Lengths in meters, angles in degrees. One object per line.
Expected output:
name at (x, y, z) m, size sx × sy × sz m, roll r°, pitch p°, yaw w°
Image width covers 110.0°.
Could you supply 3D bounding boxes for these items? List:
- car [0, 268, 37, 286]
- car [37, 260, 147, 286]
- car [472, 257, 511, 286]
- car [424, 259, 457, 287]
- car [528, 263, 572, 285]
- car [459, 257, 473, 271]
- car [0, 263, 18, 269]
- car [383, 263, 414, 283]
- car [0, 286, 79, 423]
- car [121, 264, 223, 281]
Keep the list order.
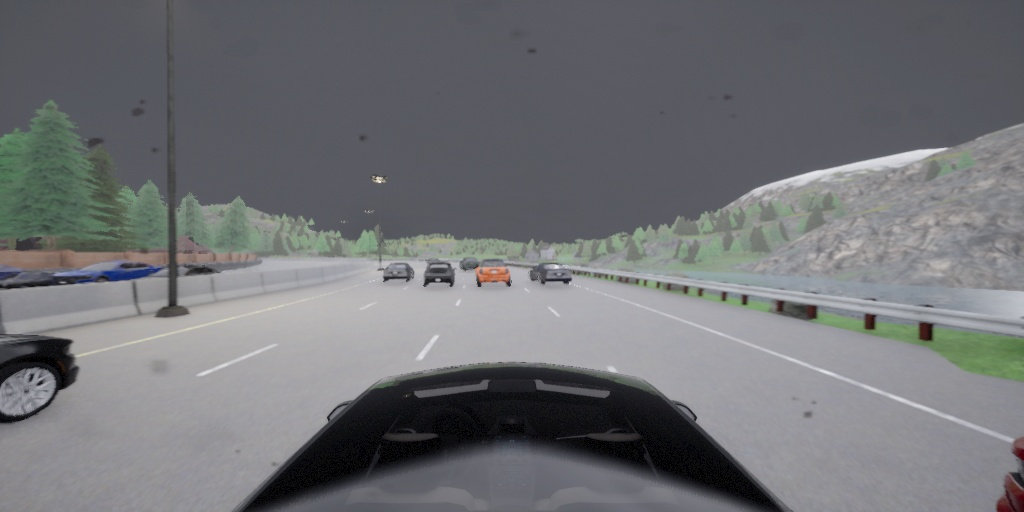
car at (-25.516, 1.481, 19.386) m, size 1.895 × 1.301 × 4.718 m, roll 0°, pitch 0°, yaw -7°
car at (-22.048, 0.999, 19.832) m, size 1.882 × 1.535 × 5.008 m, roll 0°, pitch 0°, yaw -7°
car at (-1.377, 0.996, 24.011) m, size 2.097 × 1.767 × 4.553 m, roll -1°, pitch 0°, yaw -8°
car at (-4.796, 1.174, 23.974) m, size 1.837 × 1.490 × 4.892 m, roll 1°, pitch 0°, yaw -8°
car at (2.473, 1.165, 24.342) m, size 2.033 × 1.411 × 5.357 m, roll 0°, pitch 0°, yaw -9°
car at (-5.367, 0.916, 44.805) m, size 2.097 × 1.767 × 4.553 m, roll -1°, pitch 0°, yaw -15°
car at (-28.998, 1.032, 18.995) m, size 1.812 × 1.442 × 4.674 m, roll 0°, pitch 0°, yaw -7°
car at (-8.602, 1.223, 27.429) m, size 2.033 × 1.411 × 5.357 m, roll 0°, pitch 0°, yaw -11°
car at (-6.869, 1.268, 2.790) m, size 1.882 × 1.535 × 5.008 m, roll 0°, pitch 0°, yaw -1°
car at (-18.571, 1.320, 20.252) m, size 1.837 × 1.490 × 4.892 m, roll 0°, pitch 0°, yaw -7°
